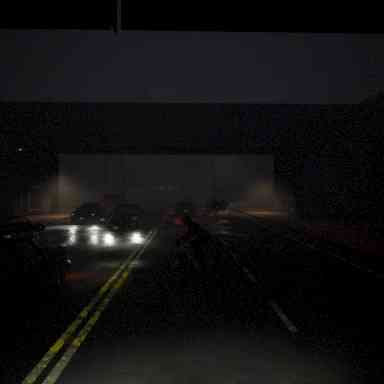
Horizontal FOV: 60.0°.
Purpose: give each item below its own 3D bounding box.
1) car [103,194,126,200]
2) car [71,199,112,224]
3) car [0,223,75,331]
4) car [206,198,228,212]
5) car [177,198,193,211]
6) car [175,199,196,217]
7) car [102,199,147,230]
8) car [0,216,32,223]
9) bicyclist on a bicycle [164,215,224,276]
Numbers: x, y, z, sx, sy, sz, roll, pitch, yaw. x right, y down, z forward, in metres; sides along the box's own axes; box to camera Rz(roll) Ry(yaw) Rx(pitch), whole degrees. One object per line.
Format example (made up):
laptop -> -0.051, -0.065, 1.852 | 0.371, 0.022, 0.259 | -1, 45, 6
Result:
car -> -7.822, 1.221, 33.357 | 2.150, 2.045, 5.566 | 0, 0, -2
car -> -7.571, 1.525, 25.012 | 1.812, 1.442, 4.674 | 0, 0, -1
car -> -3.706, 1.547, 5.583 | 2.033, 1.411, 5.357 | 0, 0, -1
car -> 2.714, 1.478, 38.966 | 1.882, 1.535, 5.008 | 0, 0, -1
car -> -0.847, 1.526, 40.722 | 1.812, 1.442, 4.674 | 0, 0, -2
car -> -0.611, 1.478, 31.395 | 1.882, 1.535, 5.008 | 0, 0, -1
car -> -4.072, 1.478, 21.446 | 1.882, 1.535, 5.008 | 0, 0, -1
car -> -7.367, 1.601, 12.478 | 1.895, 1.301, 4.718 | 0, 0, -1
bicyclist on a bicycle -> 0.036, 1.455, 8.954 | 1.656, 1.620, 0.582 | -2, 0, -1
